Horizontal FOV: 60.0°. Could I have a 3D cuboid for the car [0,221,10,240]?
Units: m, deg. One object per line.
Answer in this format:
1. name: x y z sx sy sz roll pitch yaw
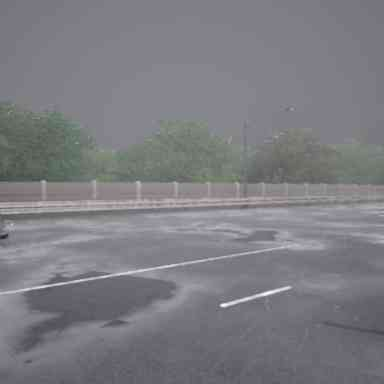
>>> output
1. car: -10.199 1.597 12.983 5.357 1.411 2.033 -1 0 -36
